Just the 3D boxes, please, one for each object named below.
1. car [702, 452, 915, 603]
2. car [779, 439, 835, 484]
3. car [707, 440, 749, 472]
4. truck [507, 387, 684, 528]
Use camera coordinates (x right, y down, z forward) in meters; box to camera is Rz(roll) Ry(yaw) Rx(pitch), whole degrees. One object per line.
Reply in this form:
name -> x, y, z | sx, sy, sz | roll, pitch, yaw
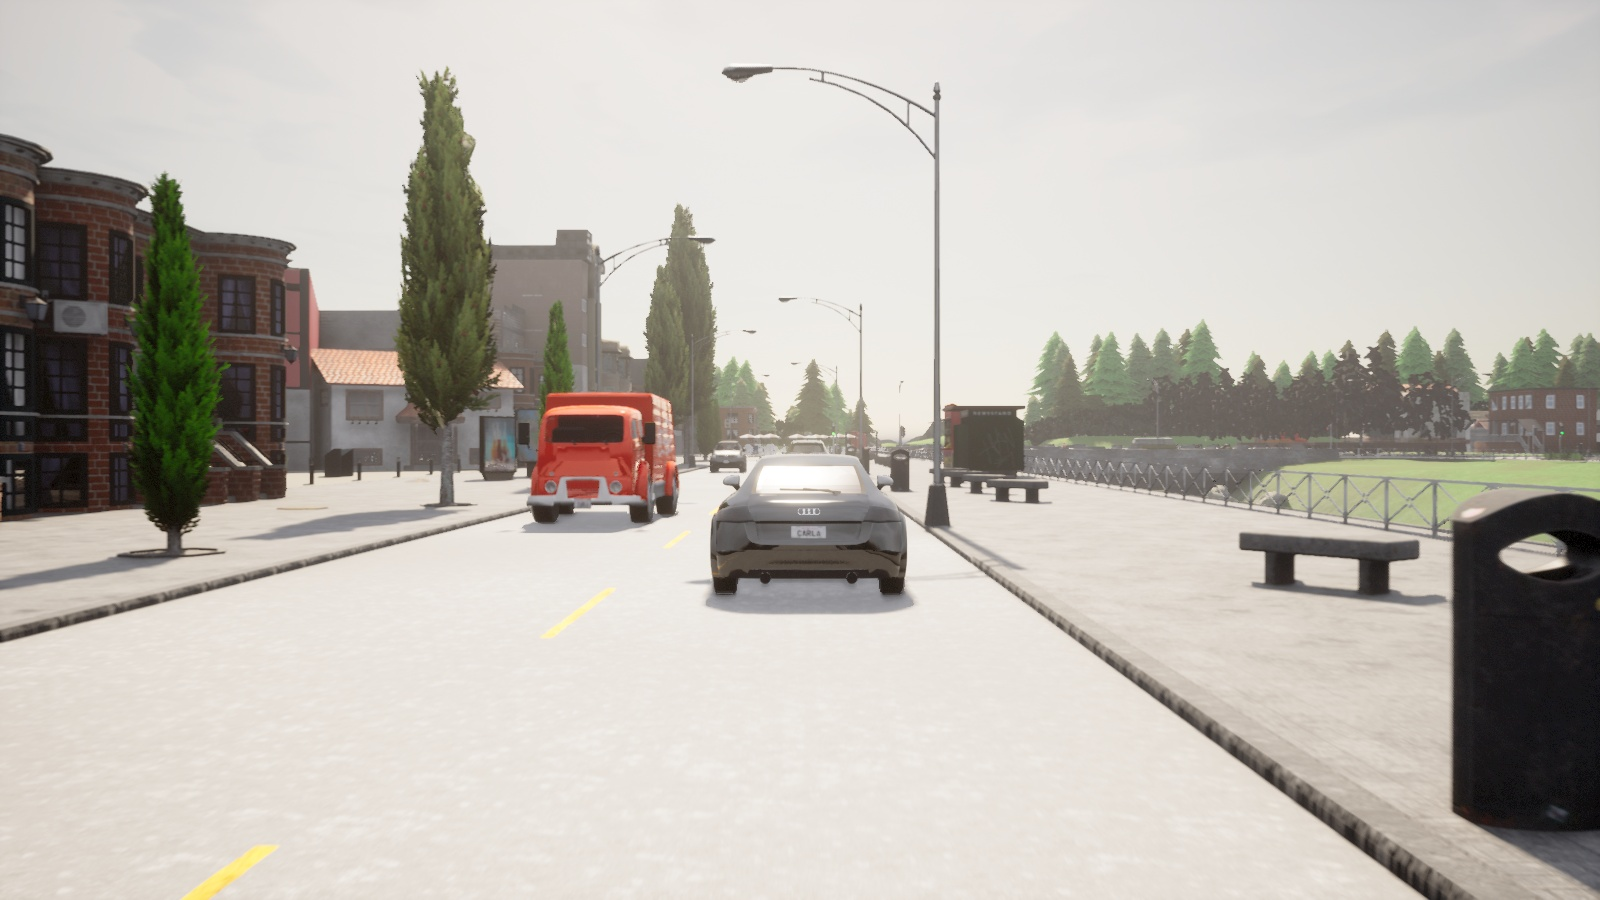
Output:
car -> 0.092, 0.732, 13.857 | 1.994, 1.385, 4.181 | 0, 0, 0
car -> 0.282, 0.405, 48.274 | 2.033, 1.649, 4.856 | 0, 0, 0
car -> -3.631, 0.282, 63.767 | 1.851, 1.617, 3.988 | 0, 0, 0
truck -> -3.847, 0.117, 24.745 | 2.627, 2.467, 5.204 | 0, 0, 0
